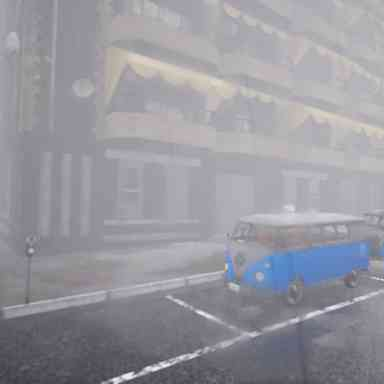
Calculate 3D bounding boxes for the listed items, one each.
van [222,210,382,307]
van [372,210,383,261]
[{"bbox_3d":[2.575,1.414,7.907,3.998,1.788,1.690,1,1,-35],"label":"van"},{"bbox_3d":[7.077,1.478,11.121,3.998,1.788,1.690,1,1,-35],"label":"van"}]
